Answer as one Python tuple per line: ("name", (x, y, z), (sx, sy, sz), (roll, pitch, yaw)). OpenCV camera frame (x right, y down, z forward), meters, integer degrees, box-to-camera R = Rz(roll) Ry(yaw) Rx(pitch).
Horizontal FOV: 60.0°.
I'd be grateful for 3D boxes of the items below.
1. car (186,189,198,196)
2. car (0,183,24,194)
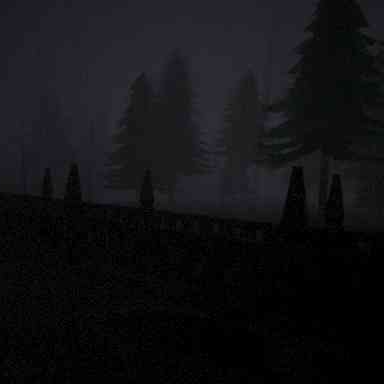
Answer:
("car", (-0.895, 0.136, 56.782), (1.895, 1.301, 4.718), (4, 2, 37))
("car", (-20.894, -0.215, 36.181), (2.128, 1.511, 4.902), (4, 2, 37))
